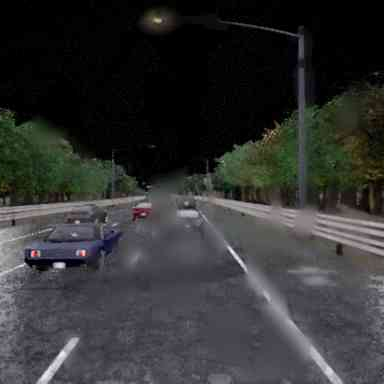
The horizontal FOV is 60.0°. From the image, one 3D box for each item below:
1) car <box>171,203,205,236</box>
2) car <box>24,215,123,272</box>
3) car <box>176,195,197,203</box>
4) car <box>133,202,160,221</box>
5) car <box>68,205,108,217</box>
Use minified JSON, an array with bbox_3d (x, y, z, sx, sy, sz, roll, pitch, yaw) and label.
[{"bbox_3d":[-0.234,1.611,18.832,1.812,1.442,4.674,-1,0,-1],"label":"car"},{"bbox_3d":[-3.580,1.681,11.098,1.895,1.301,4.718,-1,0,-1],"label":"car"},{"bbox_3d":[-0.623,1.405,38.874,2.150,2.045,5.566,0,0,-1],"label":"car"},{"bbox_3d":[-3.924,1.643,29.013,1.882,1.535,5.008,-1,0,-1],"label":"car"},{"bbox_3d":[-7.322,1.676,23.694,1.837,1.490,4.892,-1,0,-1],"label":"car"}]
